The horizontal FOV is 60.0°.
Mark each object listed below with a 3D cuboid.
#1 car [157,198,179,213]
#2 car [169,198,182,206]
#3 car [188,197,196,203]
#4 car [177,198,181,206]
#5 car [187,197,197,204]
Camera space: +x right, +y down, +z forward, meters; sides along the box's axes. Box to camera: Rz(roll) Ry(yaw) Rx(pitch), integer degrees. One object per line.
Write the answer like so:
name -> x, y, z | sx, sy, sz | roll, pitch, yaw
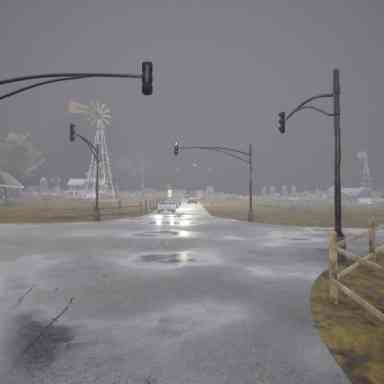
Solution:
car -> -2.866, 1.691, 38.199 | 1.895, 1.301, 4.718 | 0, 0, 0
car -> -2.844, 1.746, 59.146 | 2.033, 1.411, 5.357 | 0, 0, 0
car -> -0.042, 1.861, 79.163 | 1.812, 1.442, 4.674 | 0, 0, 0
car -> -2.860, 1.644, 48.582 | 1.837, 1.490, 4.892 | 0, 0, 0
car -> 0.056, 1.789, 69.151 | 1.812, 1.442, 4.674 | 0, 0, 0
